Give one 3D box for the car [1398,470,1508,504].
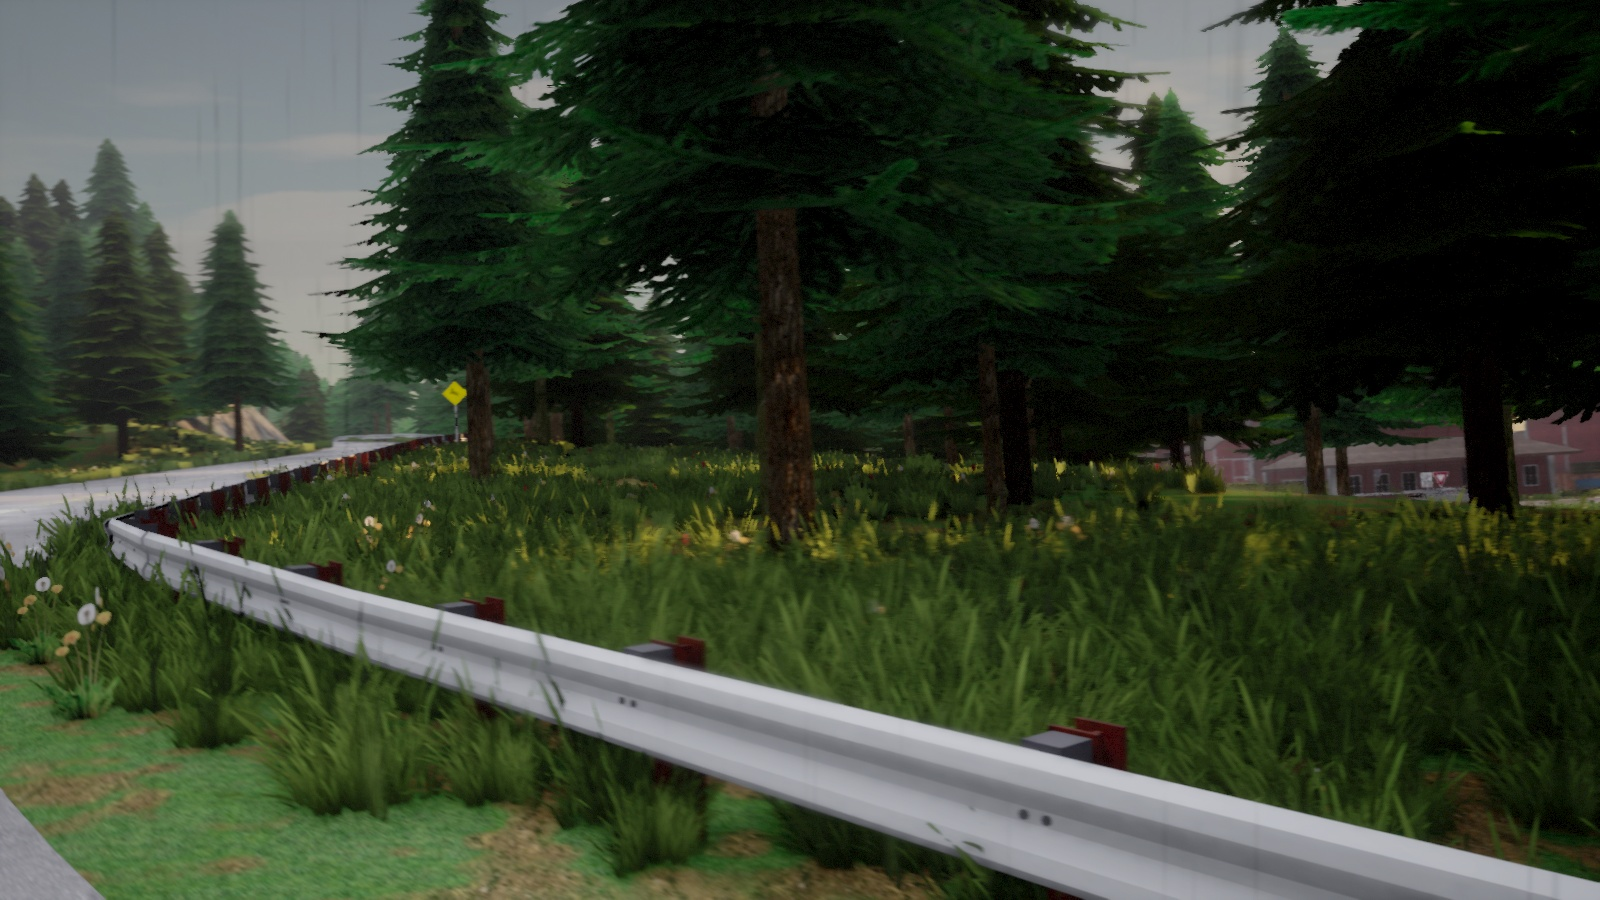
[{"bbox_3d":[36.569,2.100,70.410,4.902,1.511,2.128,-4,-2,-1],"label":"car"}]
